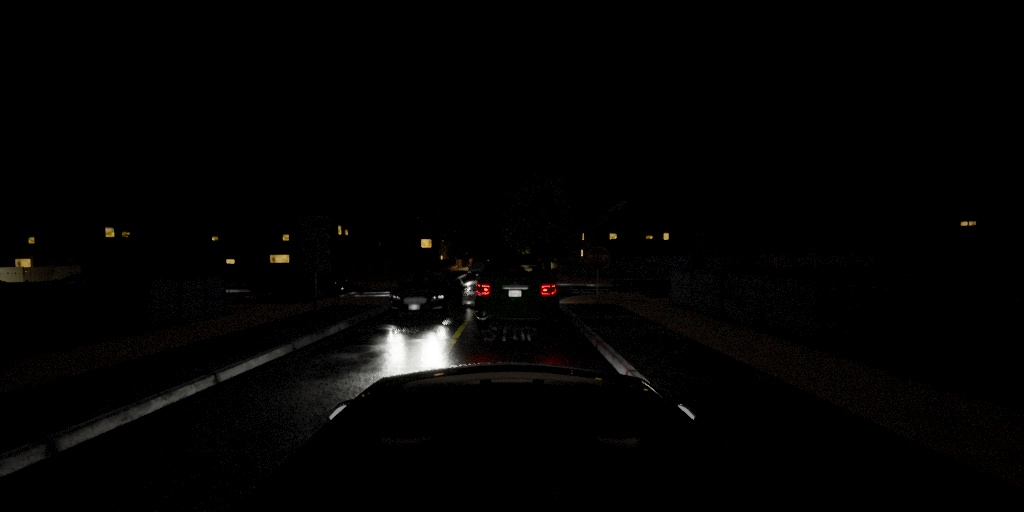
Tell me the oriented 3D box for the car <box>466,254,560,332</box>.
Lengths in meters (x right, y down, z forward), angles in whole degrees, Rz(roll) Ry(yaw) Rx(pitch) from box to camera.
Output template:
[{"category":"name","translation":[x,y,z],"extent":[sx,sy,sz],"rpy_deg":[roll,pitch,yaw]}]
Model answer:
[{"category":"car","translation":[0.265,0.968,11.031],"extent":[2.150,2.045,5.566],"rpy_deg":[0,0,4]}]

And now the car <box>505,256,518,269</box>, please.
[{"category":"car","translation":[-0.104,1.051,60.903],"extent":[2.150,2.045,5.566],"rpy_deg":[0,0,0]}]

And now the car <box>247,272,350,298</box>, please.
[{"category":"car","translation":[-11.691,1.540,19.943],"extent":[4.718,1.301,1.895],"rpy_deg":[-1,2,-3]}]

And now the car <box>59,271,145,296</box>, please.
[{"category":"car","translation":[-22.135,1.598,19.731],"extent":[4.892,1.490,1.837],"rpy_deg":[-1,2,-1]}]

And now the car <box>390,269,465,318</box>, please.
[{"category":"car","translation":[-2.871,1.239,12.975],"extent":[2.128,1.511,4.902],"rpy_deg":[0,0,0]}]

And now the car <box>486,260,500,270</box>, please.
[{"category":"car","translation":[-2.925,1.379,56.620],"extent":[1.994,1.385,4.181],"rpy_deg":[0,0,0]}]

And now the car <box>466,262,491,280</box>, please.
[{"category":"car","translation":[-2.904,1.290,32.039],"extent":[1.812,1.442,4.674],"rpy_deg":[0,0,0]}]

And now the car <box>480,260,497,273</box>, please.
[{"category":"car","translation":[-2.915,1.315,45.561],"extent":[1.812,1.442,4.674],"rpy_deg":[0,0,0]}]
